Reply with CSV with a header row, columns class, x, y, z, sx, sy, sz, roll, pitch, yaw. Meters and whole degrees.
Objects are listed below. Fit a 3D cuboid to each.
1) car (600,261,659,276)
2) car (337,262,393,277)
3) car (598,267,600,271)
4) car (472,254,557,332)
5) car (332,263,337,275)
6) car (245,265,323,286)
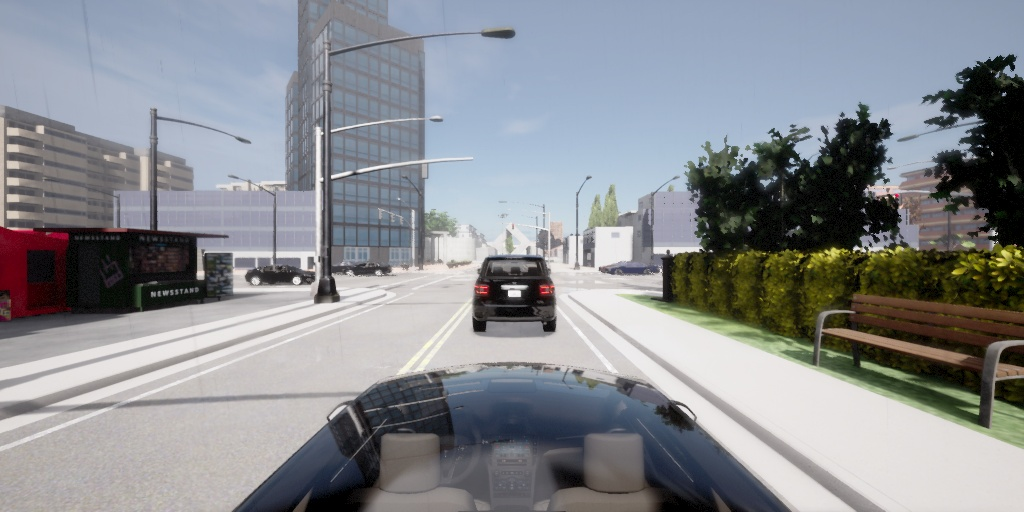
class,x,y,z,sx,sy,sz,roll,pitch,yaw
car,12.224,1.292,36.832,5.357,1.411,2.033,0,0,-4
car,-14.814,1.349,36.844,4.892,1.490,1.837,-1,0,0
car,12.558,1.289,40.550,5.357,1.411,2.033,0,0,0
car,0.075,0.971,11.036,2.150,2.045,5.566,0,0,0
car,-18.972,1.382,40.312,4.902,1.511,2.128,-1,0,0
car,-16.638,1.362,26.130,4.892,1.490,1.837,-1,0,0
